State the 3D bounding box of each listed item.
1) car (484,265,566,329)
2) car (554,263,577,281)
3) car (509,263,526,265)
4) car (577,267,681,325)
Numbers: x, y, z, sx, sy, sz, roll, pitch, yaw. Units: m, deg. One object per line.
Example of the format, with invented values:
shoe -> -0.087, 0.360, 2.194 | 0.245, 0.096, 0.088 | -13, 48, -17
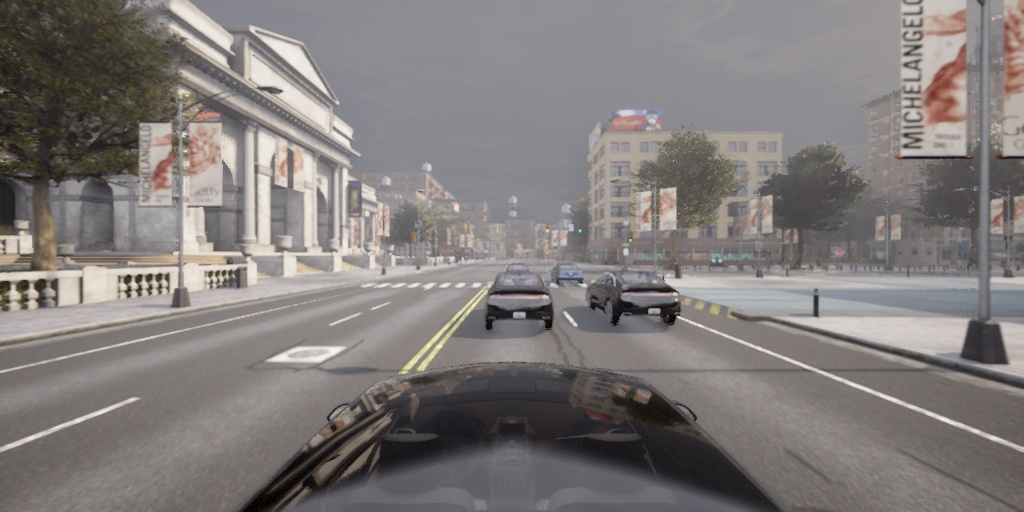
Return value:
car -> 0.199, 1.210, 11.103 | 2.128, 1.511, 4.902 | 0, 0, 1
car -> 3.894, 1.217, 25.959 | 2.033, 1.411, 5.357 | 0, 0, 1
car -> 0.393, 1.216, 26.019 | 2.033, 1.411, 5.357 | 0, 0, 1
car -> 3.707, 1.209, 11.695 | 2.128, 1.511, 4.902 | 0, 0, 1
